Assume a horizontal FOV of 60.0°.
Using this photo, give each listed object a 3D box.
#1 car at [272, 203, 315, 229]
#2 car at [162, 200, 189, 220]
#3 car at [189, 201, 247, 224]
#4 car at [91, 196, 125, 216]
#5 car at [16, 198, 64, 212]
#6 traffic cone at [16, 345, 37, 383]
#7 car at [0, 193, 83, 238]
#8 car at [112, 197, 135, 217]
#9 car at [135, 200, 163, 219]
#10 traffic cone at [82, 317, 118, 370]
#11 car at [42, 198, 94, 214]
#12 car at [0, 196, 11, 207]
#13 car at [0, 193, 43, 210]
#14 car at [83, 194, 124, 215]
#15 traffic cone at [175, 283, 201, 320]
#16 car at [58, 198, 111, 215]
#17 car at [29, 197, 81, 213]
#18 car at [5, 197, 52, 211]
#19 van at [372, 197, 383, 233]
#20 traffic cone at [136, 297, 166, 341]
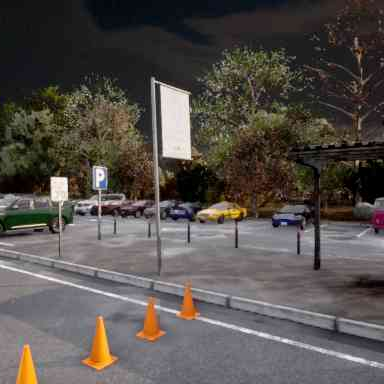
[{"bbox_3d":[6.953,1.513,22.126,2.163,1.488,4.792,0,0,35],"label":"car"},{"bbox_3d":[0.172,1.504,26.960,2.163,1.488,4.792,0,0,35],"label":"car"},{"bbox_3d":[2.320,1.475,25.189,1.946,1.575,5.366,0,0,35],"label":"car"},{"bbox_3d":[-6.655,1.466,31.727,2.097,1.535,5.008,0,0,35],"label":"car"},{"bbox_3d":[-18.031,1.469,39.674,2.163,1.488,4.792,0,0,35],"label":"car"},{"bbox_3d":[-1.796,1.957,3.606,0.340,0.580,0.340,0,0,35],"label":"traffic cone"},{"bbox_3d":[-8.937,1.221,17.305,2.435,2.045,5.566,0,0,35],"label":"car"},{"bbox_3d":[-4.383,1.469,30.131,2.097,1.535,5.008,0,0,35],"label":"car"},{"bbox_3d":[-2.111,1.473,28.537,2.231,1.521,4.892,0,0,35],"label":"car"},{"bbox_3d":[-1.221,1.957,4.423,0.340,0.580,0.340,0,0,35],"label":"traffic cone"},{"bbox_3d":[-13.476,1.455,36.505,2.097,1.535,5.008,0,0,35],"label":"car"},{"bbox_3d":[-29.270,1.333,47.832,1.946,1.575,5.366,1,0,35],"label":"car"},{"bbox_3d":[-22.577,1.153,42.869,2.435,2.045,5.566,0,0,35],"label":"car"},{"bbox_3d":[-8.946,1.212,33.294,2.435,2.045,5.566,0,0,35],"label":"car"},{"bbox_3d":[-0.071,1.957,6.055,0.340,0.580,0.340,0,0,36],"label":"traffic cone"},{"bbox_3d":[-11.204,1.461,34.907,2.231,1.521,4.892,0,0,35],"label":"car"},{"bbox_3d":[-15.640,1.444,38.256,1.946,1.575,5.366,0,0,35],"label":"car"},{"bbox_3d":[-20.275,1.452,41.322,2.163,1.488,4.792,0,0,35],"label":"car"},{"bbox_3d":[11.579,1.264,19.055,1.878,1.987,4.442,0,0,35],"label":"van"},{"bbox_3d":[-0.646,1.957,5.239,0.340,0.580,0.340,0,0,35],"label":"traffic cone"}]
